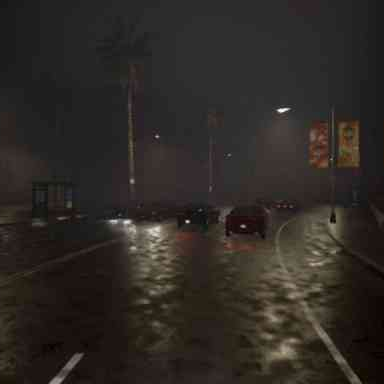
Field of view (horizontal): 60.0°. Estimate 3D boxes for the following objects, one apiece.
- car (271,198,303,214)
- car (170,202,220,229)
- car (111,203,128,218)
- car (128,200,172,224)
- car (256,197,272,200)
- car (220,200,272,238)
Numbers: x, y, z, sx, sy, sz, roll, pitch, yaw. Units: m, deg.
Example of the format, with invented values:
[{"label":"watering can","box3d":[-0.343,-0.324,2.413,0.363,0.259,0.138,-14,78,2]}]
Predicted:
[{"label":"car","box3d":[9.930,1.400,33.646,2.033,1.411,5.357,0,0,28]},{"label":"car","box3d":[0.527,1.404,21.065,1.837,1.490,4.892,0,0,18]},{"label":"car","box3d":[-4.563,1.405,28.161,2.033,1.411,5.357,0,0,23]},{"label":"car","box3d":[-2.334,1.358,24.095,1.882,1.535,5.008,0,0,21]},{"label":"car","box3d":[8.561,1.330,38.515,1.837,1.490,4.892,0,0,27]},{"label":"car","box3d":[2.993,1.398,17.400,1.882,1.535,5.008,0,0,16]}]
